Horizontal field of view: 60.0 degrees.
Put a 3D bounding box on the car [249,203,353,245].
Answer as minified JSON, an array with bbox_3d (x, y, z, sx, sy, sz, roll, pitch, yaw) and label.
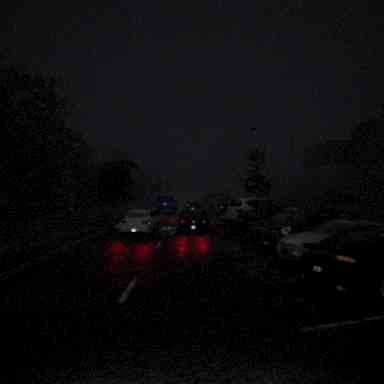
[{"bbox_3d":[5.088,1.497,14.133,4.553,1.767,2.185,1,0,-20],"label":"car"}]

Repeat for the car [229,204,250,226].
[{"bbox_3d":[5.076,1.691,20.146,4.792,1.488,2.163,1,-1,-20],"label":"car"}]

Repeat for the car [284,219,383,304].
[{"bbox_3d":[5.055,1.569,8.121,5.008,1.535,2.097,1,-1,-20],"label":"car"}]

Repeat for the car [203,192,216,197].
[{"bbox_3d":[4.980,1.398,62.139,4.553,1.767,2.185,1,0,-20],"label":"car"}]

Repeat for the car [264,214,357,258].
[{"bbox_3d":[5.061,1.637,11.121,4.674,1.452,2.002,1,0,-20],"label":"car"}]

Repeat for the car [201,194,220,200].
[{"bbox_3d":[5.004,1.317,92.004,4.792,1.488,2.163,1,1,-20],"label":"car"}]

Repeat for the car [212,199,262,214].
[{"bbox_3d":[5.204,1.659,38.220,5.366,1.575,1.946,1,0,-20],"label":"car"}]

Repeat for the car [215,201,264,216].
[{"bbox_3d":[5.039,1.711,35.147,4.674,1.452,2.002,1,1,-20],"label":"car"}]

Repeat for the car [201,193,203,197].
[{"bbox_3d":[4.996,1.491,68.114,4.892,1.521,2.231,1,0,-20],"label":"car"}]

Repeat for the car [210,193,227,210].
[{"bbox_3d":[5.015,1.431,32.126,5.566,2.045,2.435,1,1,-20],"label":"car"}]

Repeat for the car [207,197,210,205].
[{"bbox_3d":[5.000,1.657,44.143,4.792,1.488,2.163,1,1,-20],"label":"car"}]

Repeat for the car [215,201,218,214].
[{"bbox_3d":[4.872,1.675,26.072,5.366,1.575,1.946,1,0,-20],"label":"car"}]

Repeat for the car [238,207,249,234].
[{"bbox_3d":[5.055,1.688,17.121,4.674,1.452,2.002,1,0,-20],"label":"car"}]

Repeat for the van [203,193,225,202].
[{"bbox_3d":[4.891,1.228,74.034,4.442,1.987,1.878,1,1,-20],"label":"van"}]

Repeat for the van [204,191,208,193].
[{"bbox_3d":[5.116,1.282,65.173,4.442,1.987,1.878,1,0,-20],"label":"van"}]

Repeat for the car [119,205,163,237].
[{"bbox_3d":[-2.919,1.695,18.940,1.812,1.442,4.674,0,0,0],"label":"car"}]

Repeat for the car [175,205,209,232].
[{"bbox_3d":[0.078,1.781,21.657,1.895,1.301,4.718,0,0,0],"label":"car"}]

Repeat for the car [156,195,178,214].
[{"bbox_3d":[-2.935,1.373,38.692,2.150,2.045,5.566,0,1,0],"label":"car"}]

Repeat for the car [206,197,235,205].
[{"bbox_3d":[5.006,1.581,59.167,4.674,1.452,2.002,1,0,-20],"label":"car"}]

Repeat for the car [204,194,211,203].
[{"bbox_3d":[4.988,1.588,56.149,4.792,1.488,2.163,1,1,-20],"label":"car"}]

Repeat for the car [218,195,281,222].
[{"bbox_3d":[5.076,1.423,23.146,5.566,2.045,2.435,1,0,-20],"label":"car"}]

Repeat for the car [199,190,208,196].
[{"bbox_3d":[4.977,1.221,71.081,5.566,2.045,2.435,1,1,-20],"label":"car"}]

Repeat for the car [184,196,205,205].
[{"bbox_3d":[0.061,1.645,39.232,2.128,1.511,4.902,0,1,0],"label":"car"}]
